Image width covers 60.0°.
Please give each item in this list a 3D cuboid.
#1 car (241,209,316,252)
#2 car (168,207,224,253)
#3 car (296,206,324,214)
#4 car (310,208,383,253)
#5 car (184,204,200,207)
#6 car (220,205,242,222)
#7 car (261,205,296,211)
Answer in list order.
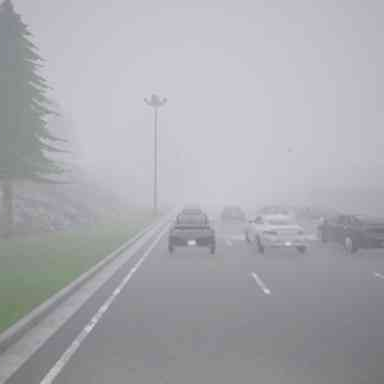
[{"bbox_3d":[3.502,1.664,14.396,1.812,1.442,4.674,0,0,0],"label":"car"},{"bbox_3d":[0.001,1.630,14.296,2.128,1.511,4.902,0,0,0],"label":"car"},{"bbox_3d":[10.496,1.879,29.109,1.895,1.301,4.718,0,-1,0],"label":"car"},{"bbox_3d":[7.001,1.645,14.304,1.837,1.490,4.892,0,0,0],"label":"car"},{"bbox_3d":[0.000,1.759,29.480,1.882,1.535,5.008,0,0,0],"label":"car"},{"bbox_3d":[3.497,1.844,29.332,1.994,1.385,4.181,0,0,0],"label":"car"},{"bbox_3d":[6.995,1.824,28.992,2.033,1.411,5.357,0,-1,0],"label":"car"}]
